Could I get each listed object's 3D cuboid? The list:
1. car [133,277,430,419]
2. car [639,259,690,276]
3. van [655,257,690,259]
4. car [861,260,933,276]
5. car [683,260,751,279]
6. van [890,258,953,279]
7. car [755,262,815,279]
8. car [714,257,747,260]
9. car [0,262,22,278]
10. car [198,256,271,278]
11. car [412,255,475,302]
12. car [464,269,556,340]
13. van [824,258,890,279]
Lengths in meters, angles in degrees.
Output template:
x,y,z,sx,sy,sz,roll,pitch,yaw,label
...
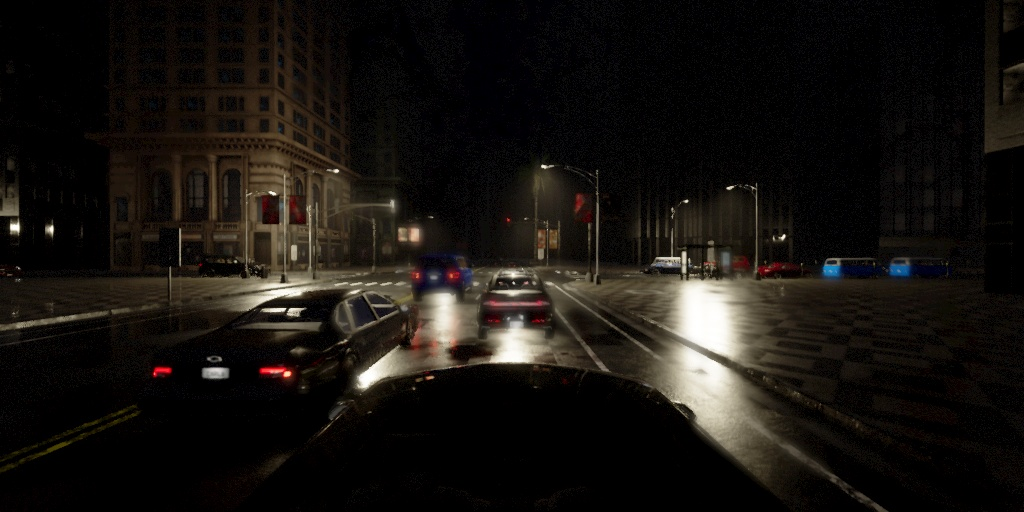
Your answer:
x,y,z,sx,sy,sz,roll,pitch,yaw,label
-3.150,1.295,6.336,2.033,1.411,5.357,0,0,0,car
15.605,1.265,35.711,5.357,1.411,2.033,0,0,0,car
17.054,1.048,38.375,3.998,1.789,1.690,0,0,0,van
38.249,1.197,35.704,4.902,1.511,2.128,0,0,0,car
17.061,1.286,29.850,4.403,1.370,2.007,0,0,0,car
34.093,1.067,29.862,3.998,1.789,1.690,0,0,0,van
22.739,1.314,29.854,4.207,1.307,1.802,0,0,0,car
22.731,1.018,38.379,5.009,1.841,2.192,0,0,0,car
-47.907,1.142,32.668,4.553,1.767,2.097,0,0,0,car
-25.105,0.983,32.541,5.566,2.045,2.150,0,0,0,car
-3.156,0.965,17.166,2.150,2.045,5.566,0,0,0,car
0.093,1.236,9.994,2.128,1.511,4.902,0,0,0,car
28.416,1.069,29.858,3.998,1.789,1.690,0,0,0,van
